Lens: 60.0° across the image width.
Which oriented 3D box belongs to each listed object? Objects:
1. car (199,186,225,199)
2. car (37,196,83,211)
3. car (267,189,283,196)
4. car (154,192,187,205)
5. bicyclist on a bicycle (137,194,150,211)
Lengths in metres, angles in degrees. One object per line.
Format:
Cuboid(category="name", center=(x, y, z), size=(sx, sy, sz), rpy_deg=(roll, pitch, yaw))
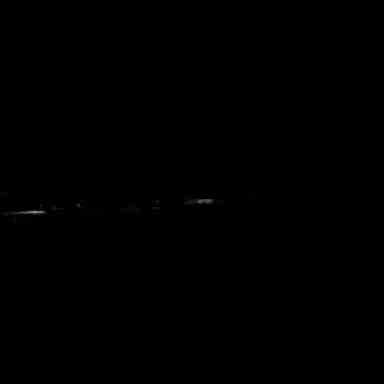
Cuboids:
Cuboid(category="car", center=(3.420, 0.083, 54.976), size=(2.150, 2.045, 5.566), rpy_deg=(1, 2, 36))
Cuboid(category="car", center=(-12.765, 1.052, 32.290), size=(1.994, 1.385, 4.181), rpy_deg=(1, 2, 35))
Cuboid(category="car", center=(16.874, 0.168, 67.629), size=(1.994, 1.385, 4.181), rpy_deg=(1, 2, 35))
Cuboid(category="car", center=(-2.522, 0.778, 40.323), size=(1.837, 1.490, 4.892), rpy_deg=(1, 2, 35))
Cuboid(category="bicyclist on a bicycle", center=(-4.491, 0.995, 30.825), size=(1.656, 1.620, 0.582), rpy_deg=(0, 1, 35))
